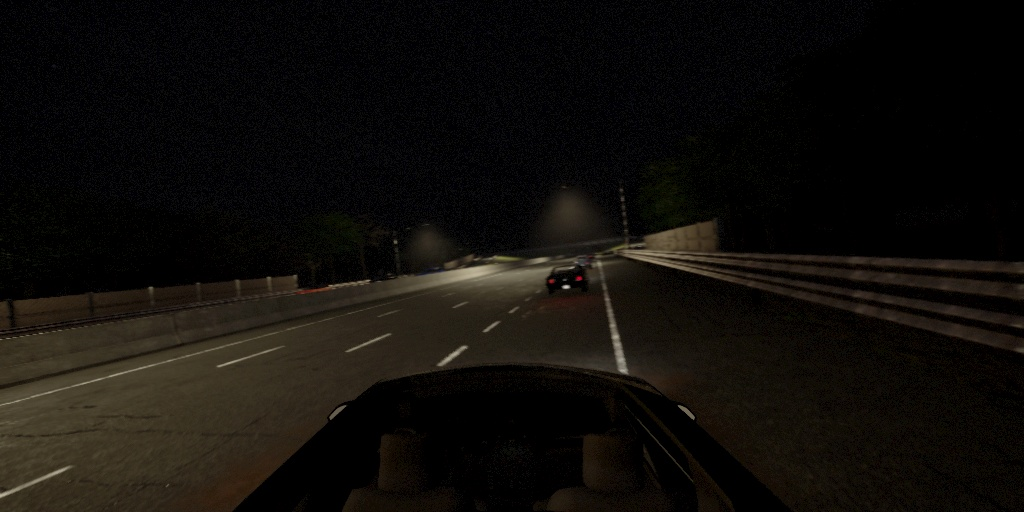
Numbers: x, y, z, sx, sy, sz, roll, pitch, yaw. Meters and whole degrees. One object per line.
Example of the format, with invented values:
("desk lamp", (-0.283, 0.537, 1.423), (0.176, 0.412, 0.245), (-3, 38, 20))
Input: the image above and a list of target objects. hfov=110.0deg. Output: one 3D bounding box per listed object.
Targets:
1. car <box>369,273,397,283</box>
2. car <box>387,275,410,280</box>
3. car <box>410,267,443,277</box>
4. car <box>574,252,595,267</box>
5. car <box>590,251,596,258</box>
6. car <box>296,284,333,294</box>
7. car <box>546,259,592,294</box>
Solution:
("car", (-18.114, 3.560, 50.828), (2.150, 2.045, 5.566), (-7, 0, 14))
("car", (-14.774, 3.532, 49.679), (1.895, 1.301, 4.718), (-7, -1, 14))
("car", (-11.288, 2.729, 49.515), (2.150, 2.045, 5.566), (-7, 0, 14))
("car", (7.631, 0.651, 38.488), (1.812, 1.442, 4.674), (-7, -1, 13))
("car", (12.971, 0.242, 61.107), (1.837, 1.490, 4.892), (-7, -1, 13))
("car", (-23.596, 4.266, 42.763), (2.097, 1.767, 4.553), (-7, -1, 14))
("car", (2.993, 1.102, 18.801), (1.895, 1.301, 4.718), (-7, 0, 13))
